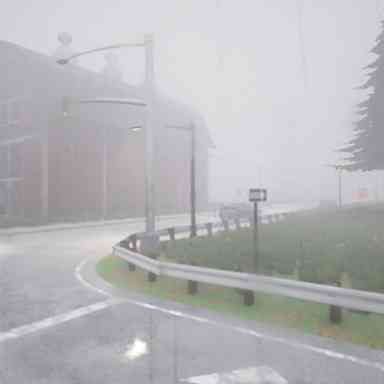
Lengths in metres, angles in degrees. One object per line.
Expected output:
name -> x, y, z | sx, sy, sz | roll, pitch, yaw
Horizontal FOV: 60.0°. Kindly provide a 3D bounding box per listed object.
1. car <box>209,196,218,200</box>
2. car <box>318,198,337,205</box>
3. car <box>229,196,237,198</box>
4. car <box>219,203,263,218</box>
car -> 4.502, 1.803, 79.252 | 1.816, 1.474, 4.193 | 0, 0, 36
car -> 19.445, 1.652, 47.517 | 1.837, 1.490, 4.892 | 0, -3, 34
car -> 11.075, 1.825, 90.375 | 1.784, 1.438, 3.905 | 0, 0, 36
car -> 4.019, 1.599, 26.640 | 2.128, 1.511, 4.902 | 0, -1, 37
